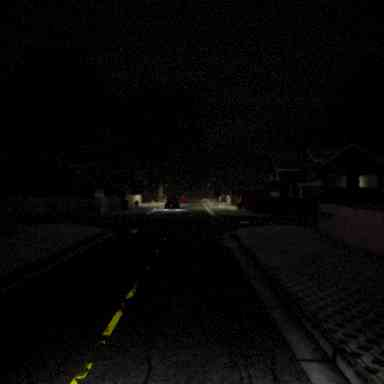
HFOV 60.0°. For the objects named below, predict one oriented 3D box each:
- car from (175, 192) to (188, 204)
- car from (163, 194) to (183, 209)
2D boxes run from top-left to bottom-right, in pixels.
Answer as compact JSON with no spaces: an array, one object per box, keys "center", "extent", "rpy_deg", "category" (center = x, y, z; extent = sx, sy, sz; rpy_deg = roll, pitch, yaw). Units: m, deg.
[{"center":[-2.273,1.038,59.857],"extent":[2.150,2.045,5.566],"rpy_deg":[0,0,1],"category":"car"},{"center":[-2.482,1.367,42.616],"extent":[1.837,1.490,4.892],"rpy_deg":[0,0,1],"category":"car"}]
